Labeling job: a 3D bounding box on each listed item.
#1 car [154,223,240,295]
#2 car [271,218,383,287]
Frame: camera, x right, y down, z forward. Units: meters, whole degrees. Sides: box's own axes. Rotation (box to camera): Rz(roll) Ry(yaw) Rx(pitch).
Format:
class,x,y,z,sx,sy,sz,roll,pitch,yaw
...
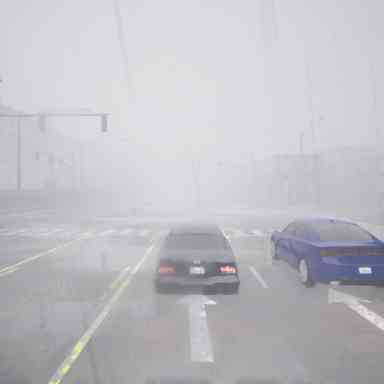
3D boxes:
class,x,y,z,sx,sy,sz,roll,pitch,yaw
car,0.098,1.547,8.858,2.033,1.411,5.357,0,0,0
car,3.600,1.478,9.383,1.882,1.535,5.008,0,0,0
